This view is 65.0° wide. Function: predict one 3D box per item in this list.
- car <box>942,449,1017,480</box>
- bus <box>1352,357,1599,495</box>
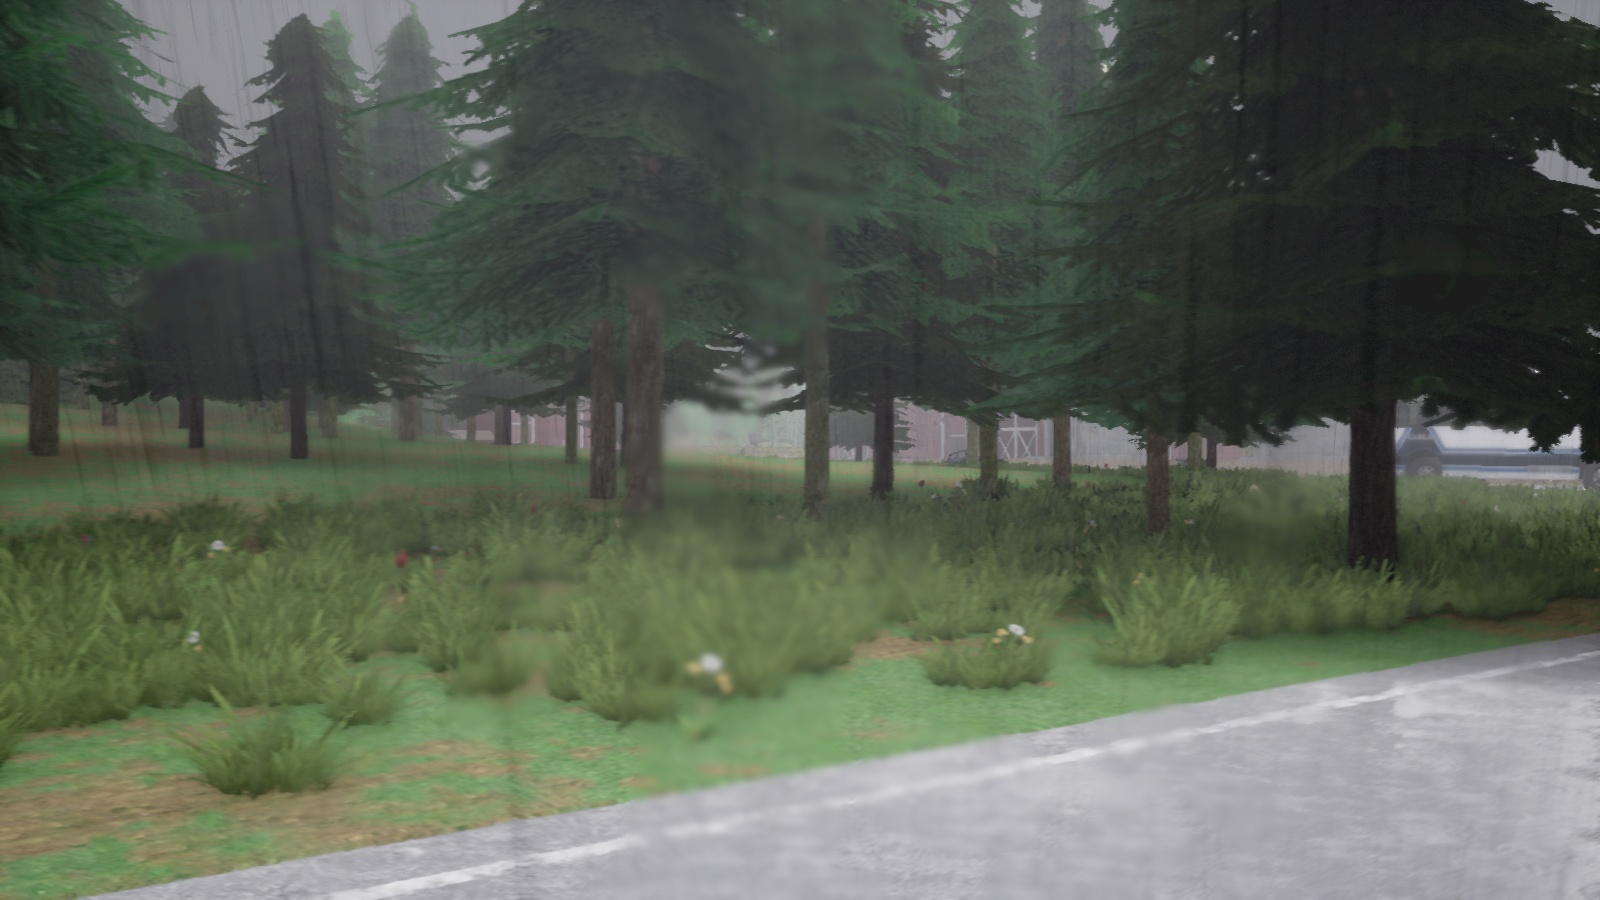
[{"bbox_3d":[9.241,0.723,64.739,1.789,1.549,3.705,0,0,-34],"label":"car"},{"bbox_3d":[24.520,-0.720,42.336,3.944,4.253,10.273,0,0,-34],"label":"bus"}]
